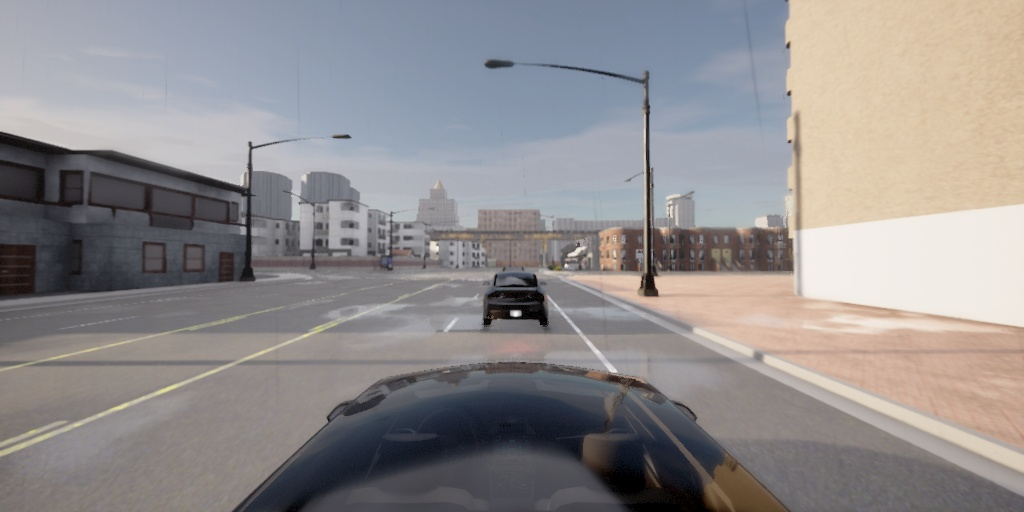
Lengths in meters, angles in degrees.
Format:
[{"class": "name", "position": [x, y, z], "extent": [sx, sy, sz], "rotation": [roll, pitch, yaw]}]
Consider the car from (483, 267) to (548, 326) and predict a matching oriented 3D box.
[{"class": "car", "position": [0.099, 1.243, 11.645], "extent": [1.837, 1.490, 4.892], "rotation": [0, 0, 0]}]
